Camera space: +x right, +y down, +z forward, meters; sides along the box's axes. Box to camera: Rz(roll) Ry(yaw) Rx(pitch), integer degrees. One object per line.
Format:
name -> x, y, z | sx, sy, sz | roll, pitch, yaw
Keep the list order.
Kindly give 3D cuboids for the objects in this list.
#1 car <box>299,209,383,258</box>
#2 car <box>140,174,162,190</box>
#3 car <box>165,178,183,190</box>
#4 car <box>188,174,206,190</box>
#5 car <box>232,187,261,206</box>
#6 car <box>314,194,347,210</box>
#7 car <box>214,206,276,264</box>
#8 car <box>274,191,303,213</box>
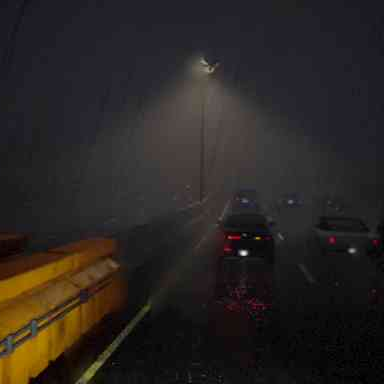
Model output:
car -> 5.657, 1.607, 13.114 | 1.895, 1.301, 4.718 | 1, 1, 10
car -> -6.087, -1.589, 50.157 | 2.150, 2.045, 5.566 | 1, 7, 10
car -> -2.623, -1.292, 49.669 | 1.882, 1.535, 5.008 | 1, 7, 10
car -> 0.815, -1.490, 49.005 | 2.150, 2.045, 5.566 | 1, 7, 10
car -> 4.624, 0.615, 28.310 | 2.150, 2.045, 5.566 | 1, 4, 10
car -> 11.731, 0.896, 28.372 | 2.128, 1.511, 4.902 | 1, 4, 10
car -> 1.898, 1.475, 11.905 | 1.837, 1.490, 4.892 | 1, 1, 10
car -> 8.232, 0.725, 28.660 | 2.097, 1.767, 4.553 | 1, 4, 10
